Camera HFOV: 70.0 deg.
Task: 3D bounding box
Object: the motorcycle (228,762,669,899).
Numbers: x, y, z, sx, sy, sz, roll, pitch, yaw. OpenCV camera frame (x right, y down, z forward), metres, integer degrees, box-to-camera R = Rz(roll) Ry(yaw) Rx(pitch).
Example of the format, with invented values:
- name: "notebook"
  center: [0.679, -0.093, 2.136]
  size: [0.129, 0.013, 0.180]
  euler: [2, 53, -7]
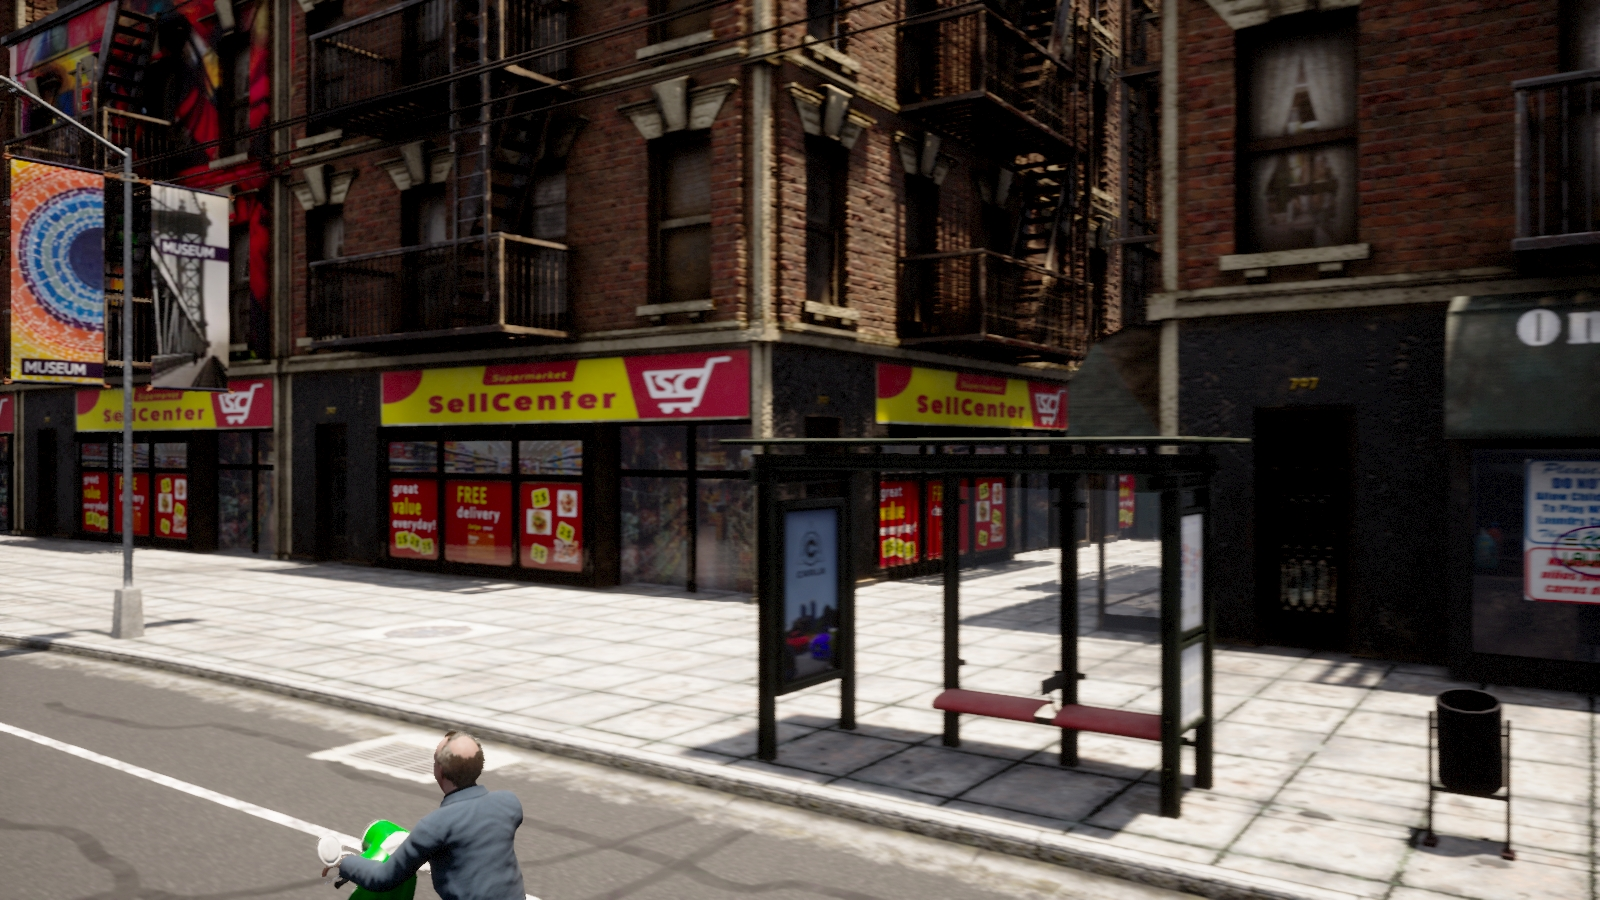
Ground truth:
- name: "motorcycle"
  center: [-1.524, 2.182, 4.851]
  size: [1.805, 1.236, 0.856]
  euler: [0, 0, 35]
